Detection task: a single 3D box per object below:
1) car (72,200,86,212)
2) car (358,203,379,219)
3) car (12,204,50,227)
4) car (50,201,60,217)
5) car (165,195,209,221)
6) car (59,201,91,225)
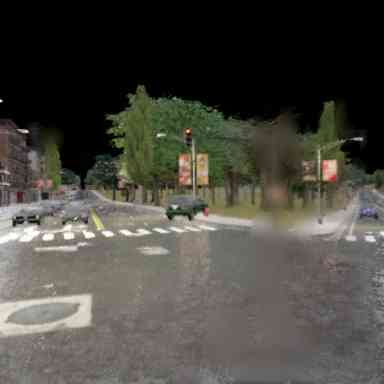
[{"bbox_3d":[-16.222,1.951,47.960,1.882,1.535,5.008,-1,-1,-17],"label":"car"},{"bbox_3d":[23.664,2.544,44.714,2.150,2.045,5.566,-1,-2,27],"label":"car"},{"bbox_3d":[-12.226,1.848,25.211,1.895,1.301,4.718,-1,0,-18],"label":"car"},{"bbox_3d":[-15.399,1.923,34.917,1.994,1.385,4.181,-1,0,-18],"label":"car"},{"bbox_3d":[-0.348,1.234,28.830,2.150,2.045,5.566,-1,2,23],"label":"car"},{"bbox_3d":[-9.197,1.713,26.428,1.837,1.490,4.892,-1,0,-17],"label":"car"}]
